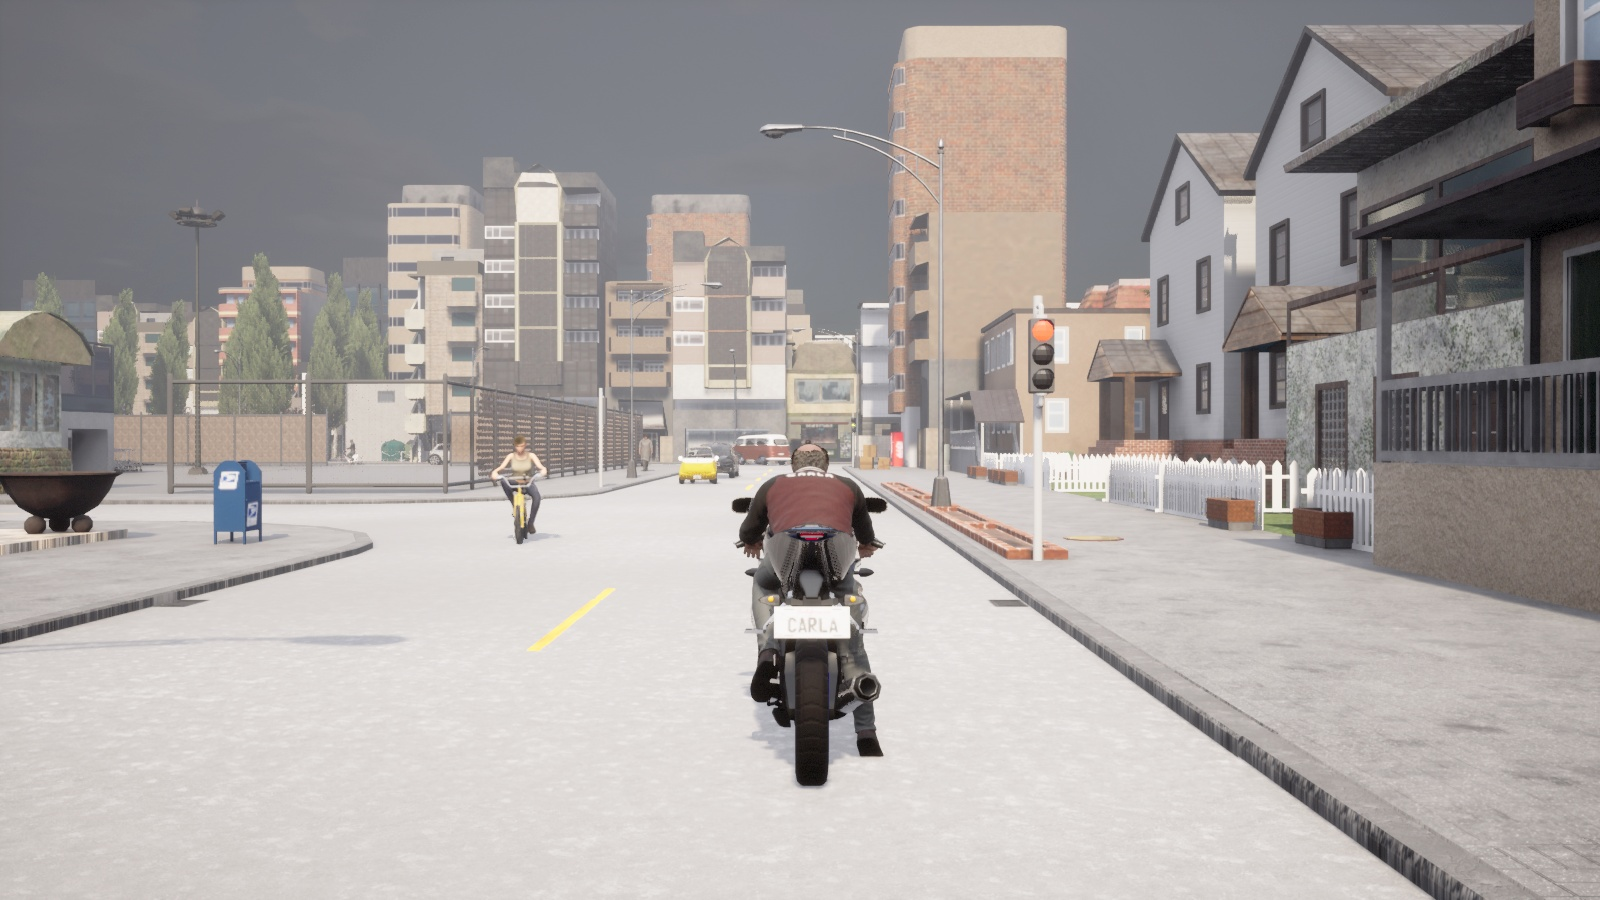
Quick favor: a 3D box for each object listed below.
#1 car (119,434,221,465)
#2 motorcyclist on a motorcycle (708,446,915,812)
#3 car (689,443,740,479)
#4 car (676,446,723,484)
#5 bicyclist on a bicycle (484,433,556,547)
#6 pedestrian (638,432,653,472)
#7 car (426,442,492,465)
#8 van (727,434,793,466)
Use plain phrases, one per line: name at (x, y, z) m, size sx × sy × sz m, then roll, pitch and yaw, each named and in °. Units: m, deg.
car at (-41.287, -0.033, 82.367) m, size 5.566 × 2.045 × 2.150 m, roll 0°, pitch 0°, yaw -6°
motorcyclist on a motorcycle at (0.050, 0.746, 6.352) m, size 0.866 × 1.530 × 2.191 m, roll 0°, pitch 0°, yaw 0°
car at (-3.660, 0.441, 54.512) m, size 1.837 × 1.490 × 4.892 m, roll 0°, pitch 0°, yaw 1°
car at (-3.681, 0.537, 46.247) m, size 1.481 × 1.376 × 2.207 m, roll 0°, pitch 0°, yaw 1°
bicyclist on a bicycle at (-4.164, 0.573, 18.791) m, size 0.866 × 1.612 × 1.509 m, roll -1°, pitch 0°, yaw -7°
pedestrian at (-7.598, 0.102, 61.750) m, size 0.659 × 1.952 × 0.873 m, roll 0°, pitch 0°, yaw -5°
car at (-22.269, 0.230, 82.157) m, size 3.806 × 1.475 × 1.970 m, roll 0°, pitch 0°, yaw 1°
van at (-2.690, -0.006, 83.781) m, size 2.069 × 2.038 × 4.480 m, roll 1°, pitch 0°, yaw -40°
